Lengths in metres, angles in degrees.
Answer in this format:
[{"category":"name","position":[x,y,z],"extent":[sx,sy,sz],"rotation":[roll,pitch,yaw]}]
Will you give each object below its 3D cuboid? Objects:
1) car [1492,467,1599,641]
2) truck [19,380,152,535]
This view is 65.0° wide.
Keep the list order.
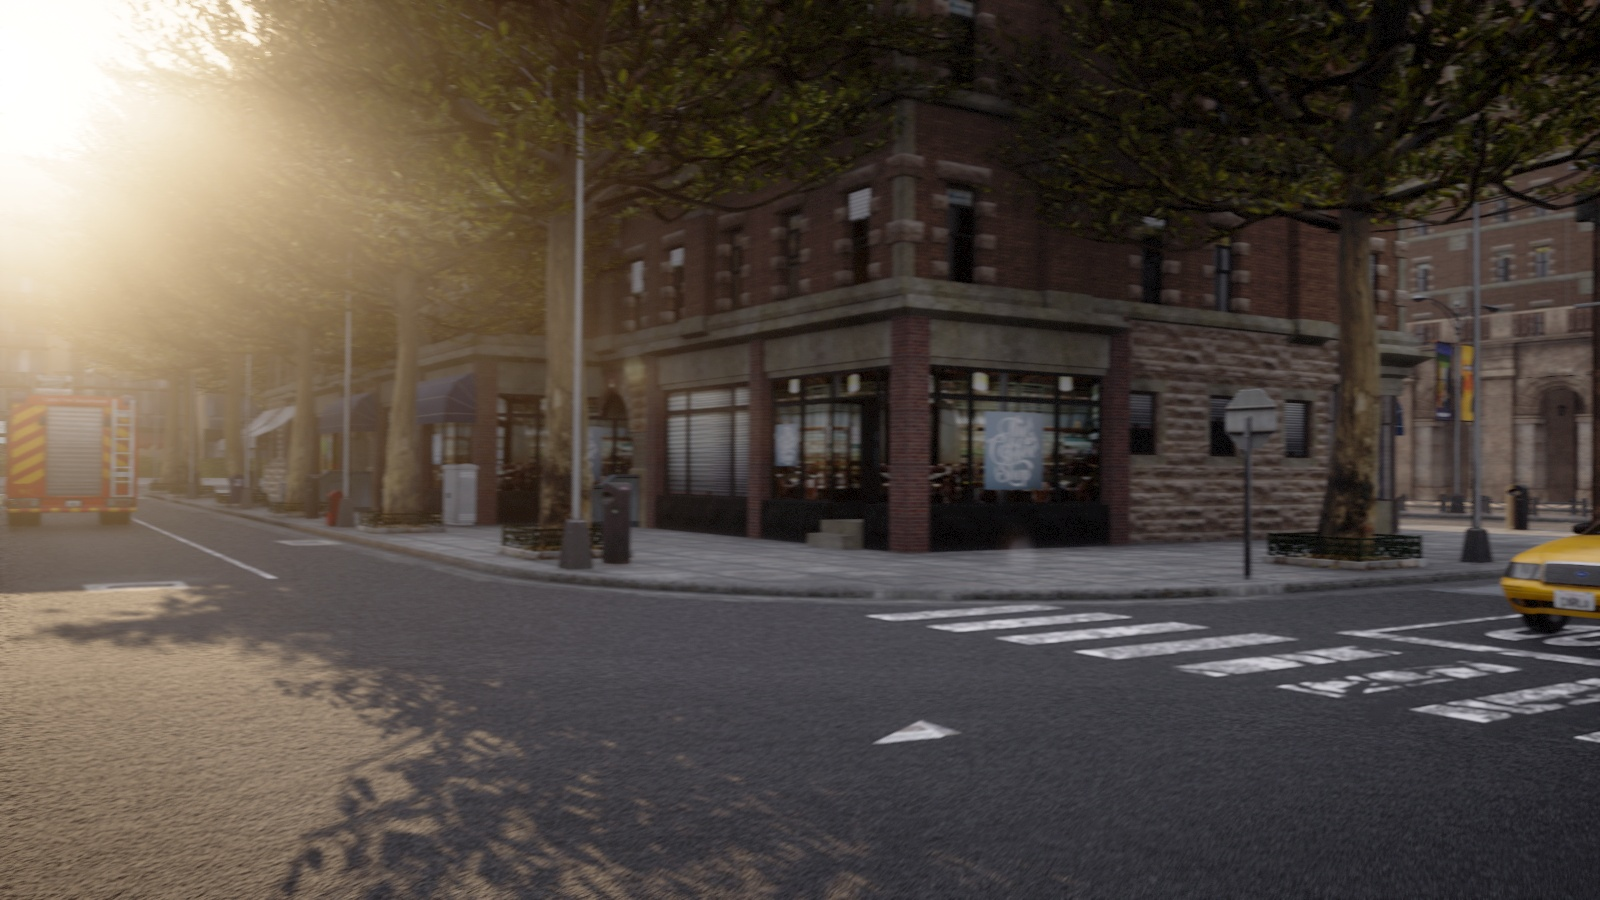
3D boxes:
[{"category":"car","position":[9.490,0.971,12.909],"extent":[5.366,1.575,1.801],"rotation":[1,-1,-33]},{"category":"truck","position":[-20.268,0.253,35.375],"extent":[2.891,3.827,8.468],"rotation":[1,-1,-32]}]
